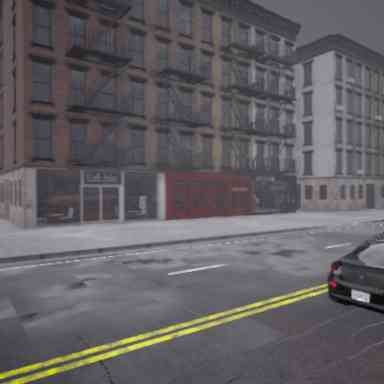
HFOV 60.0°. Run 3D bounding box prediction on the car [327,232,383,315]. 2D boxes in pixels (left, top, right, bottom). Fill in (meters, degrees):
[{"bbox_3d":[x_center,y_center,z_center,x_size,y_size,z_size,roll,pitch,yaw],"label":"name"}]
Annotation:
[{"bbox_3d":[4.618,1.525,6.745,4.674,1.442,1.812,0,0,-35],"label":"car"}]
